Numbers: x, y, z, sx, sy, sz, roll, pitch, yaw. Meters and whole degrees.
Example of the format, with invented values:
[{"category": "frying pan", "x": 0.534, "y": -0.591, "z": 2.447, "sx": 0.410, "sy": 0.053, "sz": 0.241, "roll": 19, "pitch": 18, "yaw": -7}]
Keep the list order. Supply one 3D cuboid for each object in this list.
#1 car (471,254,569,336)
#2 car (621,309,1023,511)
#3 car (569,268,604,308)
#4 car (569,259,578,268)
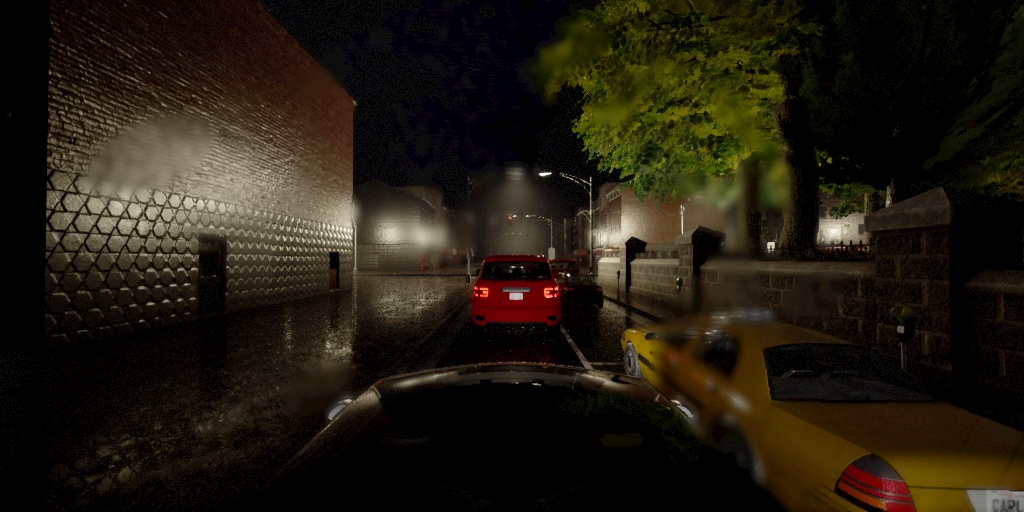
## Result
[{"category": "car", "x": 0.096, "y": 0.975, "z": 10.515, "sx": 2.150, "sy": 2.045, "sz": 5.566, "roll": 0, "pitch": 0, "yaw": 0}, {"category": "car", "x": 2.637, "y": 1.276, "z": 4.200, "sx": 1.751, "sy": 1.417, "sz": 4.829, "roll": 0, "pitch": 0, "yaw": 0}, {"category": "car", "x": 2.633, "y": 1.339, "z": 14.928, "sx": 1.802, "sy": 1.307, "sz": 4.207, "roll": 0, "pitch": 0, "yaw": 0}, {"category": "car", "x": 2.631, "y": 1.078, "z": 20.377, "sx": 2.192, "sy": 1.841, "sz": 5.009, "roll": 0, "pitch": 0, "yaw": 0}]
